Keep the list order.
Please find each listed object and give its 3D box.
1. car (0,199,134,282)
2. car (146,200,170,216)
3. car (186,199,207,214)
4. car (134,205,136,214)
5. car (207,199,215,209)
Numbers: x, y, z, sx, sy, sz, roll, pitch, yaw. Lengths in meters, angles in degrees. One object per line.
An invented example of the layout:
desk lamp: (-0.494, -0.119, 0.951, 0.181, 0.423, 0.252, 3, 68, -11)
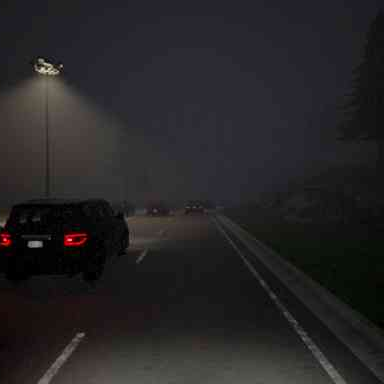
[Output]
car: (-3.400, 1.222, 9.904, 2.150, 2.045, 5.566, 0, 0, 0)
car: (-3.279, 1.525, 32.680, 1.812, 1.442, 4.674, 0, 0, 2)
car: (0.314, 1.546, 34.841, 2.033, 1.411, 5.357, 0, 0, 2)
car: (-6.787, 1.490, 32.386, 2.128, 1.511, 4.902, 0, 0, 2)
car: (1.819, 1.563, 44.036, 1.994, 1.385, 4.181, 0, 0, 14)
